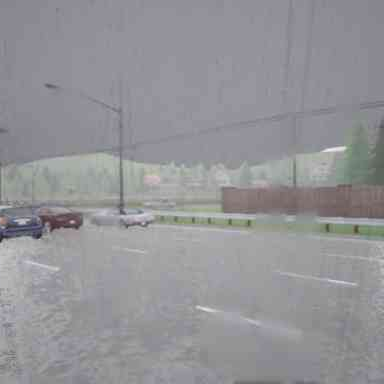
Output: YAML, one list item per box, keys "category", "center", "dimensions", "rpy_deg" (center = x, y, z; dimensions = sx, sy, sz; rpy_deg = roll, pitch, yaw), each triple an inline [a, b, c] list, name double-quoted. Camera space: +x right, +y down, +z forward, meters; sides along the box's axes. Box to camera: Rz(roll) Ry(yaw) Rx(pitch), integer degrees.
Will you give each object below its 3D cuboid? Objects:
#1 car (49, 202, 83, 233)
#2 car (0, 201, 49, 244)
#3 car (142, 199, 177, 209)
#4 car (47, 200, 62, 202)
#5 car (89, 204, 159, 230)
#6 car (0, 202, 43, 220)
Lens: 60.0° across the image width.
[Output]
- category: "car"
  center: [-8.795, 1.600, 20.688]
  dimensions: [5.008, 1.535, 1.882]
  rpy_deg: [-1, 0, 39]
- category: "car"
  center: [-9.469, 1.478, 16.717]
  dimensions: [4.553, 1.767, 2.097]
  rpy_deg: [-1, 0, 39]
- category: "car"
  center: [-4.628, 1.701, 46.151]
  dimensions: [4.718, 1.301, 1.895]
  rpy_deg: [-1, 0, -23]
- category: "car"
  center: [-18.246, 1.783, 42.850]
  dimensions: [4.674, 1.442, 1.812]
  rpy_deg: [-1, 0, -4]
- category: "car"
  center: [-4.714, 1.676, 21.874]
  dimensions: [4.718, 1.301, 1.895]
  rpy_deg: [-1, 0, 39]
- category: "car"
  center: [-16.225, 1.713, 31.284]
  dimensions: [4.902, 1.511, 2.128]
  rpy_deg: [-1, 0, 39]
